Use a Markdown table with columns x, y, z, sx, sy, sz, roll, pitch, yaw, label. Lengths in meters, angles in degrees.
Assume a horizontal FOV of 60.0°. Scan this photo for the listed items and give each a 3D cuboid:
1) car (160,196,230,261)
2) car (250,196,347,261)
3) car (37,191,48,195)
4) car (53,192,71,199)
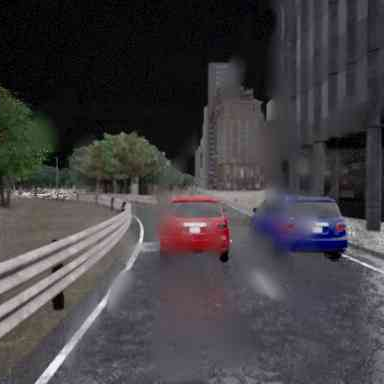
| x | y | z | sx | sy | sz | roll | pitch | yaw | label |
| --- | --- | --- | --- | --- | --- | --- | --- | --- | --- |
| 0.078 | 1.157 | 12.142 | 2.150 | 2.045 | 5.566 | 0 | 0 | 0 | car |
| 3.587 | 1.155 | 12.180 | 2.150 | 2.045 | 5.566 | 0 | 0 | 0 | car |
| -34.159 | 0.442 | 76.400 | 1.895 | 1.301 | 4.718 | -1 | 2 | -39 | car |
| -27.011 | 0.653 | 69.020 | 5.008 | 1.535 | 1.882 | 2 | 2 | 44 | car |
